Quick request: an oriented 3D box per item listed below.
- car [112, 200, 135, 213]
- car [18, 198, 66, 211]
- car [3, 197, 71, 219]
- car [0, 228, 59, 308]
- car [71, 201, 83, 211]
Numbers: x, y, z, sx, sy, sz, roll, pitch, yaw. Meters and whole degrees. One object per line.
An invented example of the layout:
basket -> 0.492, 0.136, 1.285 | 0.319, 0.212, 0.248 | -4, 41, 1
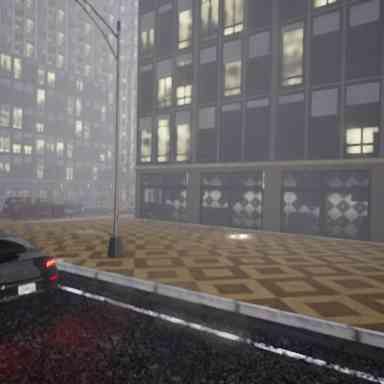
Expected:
car -> -7.008, 1.653, 38.468 | 1.752, 1.417, 4.829 | 1, 0, 36
car -> -17.302, 1.411, 38.620 | 1.752, 1.417, 4.829 | 1, 0, 36
car -> -13.795, 1.341, 29.248 | 2.192, 1.841, 5.009 | 1, 0, 36
car -> -4.695, 1.472, 7.019 | 4.674, 1.442, 1.812 | 0, 0, 35
car -> -14.824, 1.551, 37.608 | 1.895, 1.301, 4.718 | 2, 0, 36
